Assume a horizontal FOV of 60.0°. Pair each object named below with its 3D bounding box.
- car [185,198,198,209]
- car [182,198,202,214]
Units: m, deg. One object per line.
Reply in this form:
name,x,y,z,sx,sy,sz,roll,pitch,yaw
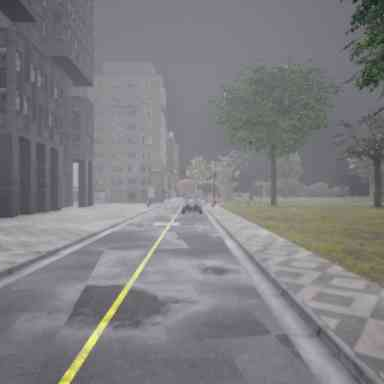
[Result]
car,-0.085,1.618,48.598,1.812,1.442,4.674,0,0,1
car,0.012,1.397,35.893,2.097,1.767,4.553,0,0,0
